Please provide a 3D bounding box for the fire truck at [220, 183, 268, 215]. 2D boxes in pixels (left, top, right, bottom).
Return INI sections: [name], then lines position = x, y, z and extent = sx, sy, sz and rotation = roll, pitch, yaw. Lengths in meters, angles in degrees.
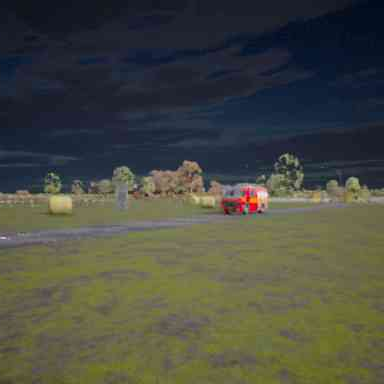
[fire truck]
position = 6.911, 0.892, 43.087
extent = 2.891, 3.827, 8.468
rotation = -1, -1, 35
